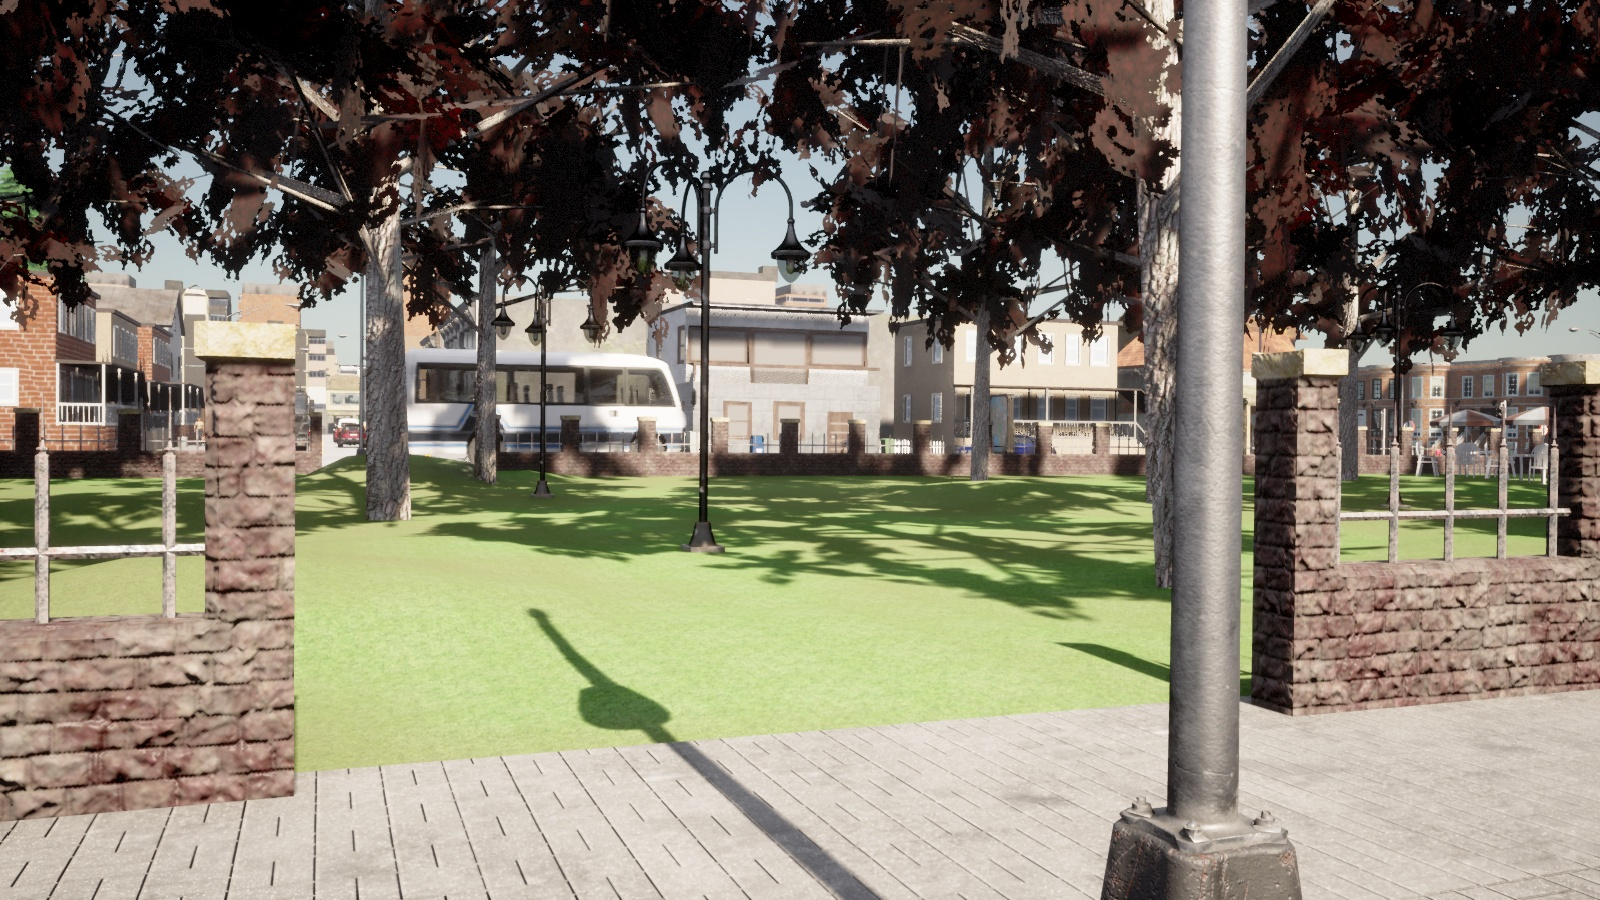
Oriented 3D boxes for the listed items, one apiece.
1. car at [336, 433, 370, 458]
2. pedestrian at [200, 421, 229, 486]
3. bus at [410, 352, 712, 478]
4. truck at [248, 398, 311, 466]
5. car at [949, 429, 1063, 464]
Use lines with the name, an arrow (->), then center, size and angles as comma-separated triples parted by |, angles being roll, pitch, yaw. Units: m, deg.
car -> -30.305, -0.329, 85.098 | 2.033, 1.649, 4.856 | -1, 1, -21
pedestrian -> -16.717, 0.105, 35.867 | 0.703, 1.840, 0.431 | -1, 1, -21
bus -> -8.687, -1.227, 45.605 | 10.273, 4.253, 3.944 | -1, 0, -16
truck -> -28.294, -0.992, 68.477 | 2.891, 3.462, 7.936 | -1, 1, -21
car -> 9.145, -0.181, 55.699 | 4.674, 1.442, 1.812 | -1, 1, -21
